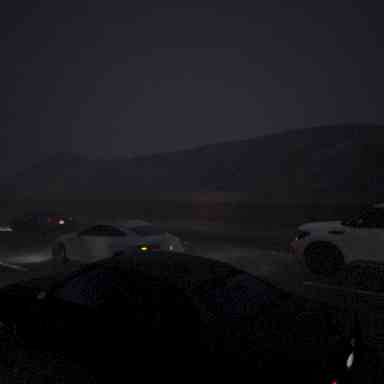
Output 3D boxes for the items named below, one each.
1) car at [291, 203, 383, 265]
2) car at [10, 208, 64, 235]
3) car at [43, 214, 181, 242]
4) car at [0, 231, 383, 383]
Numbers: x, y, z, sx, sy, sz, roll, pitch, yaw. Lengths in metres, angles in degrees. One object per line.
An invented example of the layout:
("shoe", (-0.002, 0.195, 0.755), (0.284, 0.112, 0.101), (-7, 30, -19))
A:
("car", (5.511, 1.246, 8.713), (5.566, 2.045, 2.150), (0, 0, 36))
("car", (-8.686, 1.624, 19.249), (4.181, 1.385, 1.994), (0, 0, 37))
("car", (-2.358, 1.557, 10.172), (4.674, 1.442, 1.812), (0, 0, 37))
("car", (-0.593, 1.561, 4.488), (5.357, 1.411, 2.033), (0, 0, 36))
